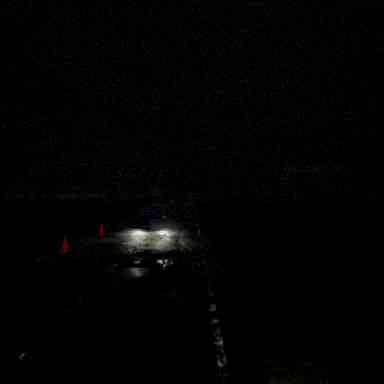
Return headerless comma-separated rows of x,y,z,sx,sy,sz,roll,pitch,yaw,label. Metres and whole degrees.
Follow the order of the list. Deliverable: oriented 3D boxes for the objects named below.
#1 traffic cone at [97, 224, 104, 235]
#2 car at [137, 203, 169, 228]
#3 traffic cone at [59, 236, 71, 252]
-4.823,1.961,17.615,0.340,0.580,0.340,0,0,0,traffic cone
-2.560,1.484,22.625,1.882,1.535,5.008,0,0,-2,car
-4.824,1.960,12.615,0.340,0.580,0.340,0,0,0,traffic cone
